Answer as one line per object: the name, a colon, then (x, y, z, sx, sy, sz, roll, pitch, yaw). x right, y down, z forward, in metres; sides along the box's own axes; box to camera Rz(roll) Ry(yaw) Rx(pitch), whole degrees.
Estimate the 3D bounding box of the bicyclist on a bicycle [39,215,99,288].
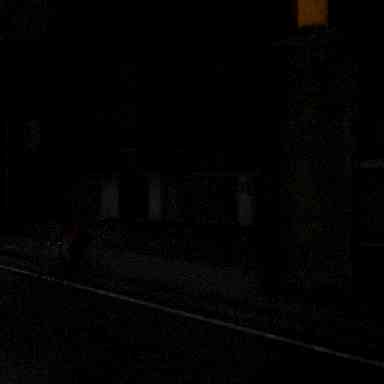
bicyclist on a bicycle: (-2.862, 1.362, 7.897, 0.582, 1.620, 1.656, 0, 0, 34)
